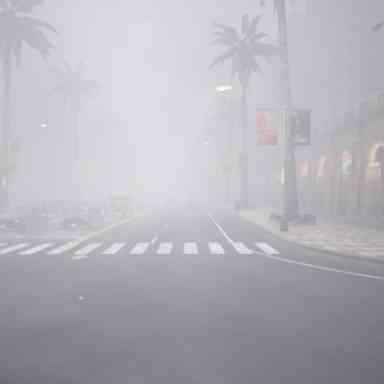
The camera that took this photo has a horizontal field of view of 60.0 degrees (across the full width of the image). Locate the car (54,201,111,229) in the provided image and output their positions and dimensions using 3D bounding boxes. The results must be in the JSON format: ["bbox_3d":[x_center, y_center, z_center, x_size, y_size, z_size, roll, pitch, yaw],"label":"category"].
[{"bbox_3d":[-7.137,1.557,22.271,2.033,1.411,5.357,0,0,-4],"label":"car"}]

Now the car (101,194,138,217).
[{"bbox_3d":[-7.098,1.236,32.326,2.150,2.045,5.566,0,0,0],"label":"car"}]

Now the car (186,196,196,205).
[{"bbox_3d":[-0.140,1.532,62.822,1.837,1.490,4.892,0,0,-1],"label":"car"}]

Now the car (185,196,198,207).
[{"bbox_3d":[-0.020,1.570,52.355,2.033,1.411,5.357,0,0,-1],"label":"car"}]

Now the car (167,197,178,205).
[{"bbox_3d":[-3.640,1.628,62.812,1.895,1.301,4.718,0,0,-1],"label":"car"}]

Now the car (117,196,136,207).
[{"bbox_3d":[-10.565,1.516,54.286,2.128,1.511,4.902,0,0,0],"label":"car"}]

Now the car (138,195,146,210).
[{"bbox_3d":[-7.043,1.510,42.736,2.128,1.511,4.902,0,0,1],"label":"car"}]

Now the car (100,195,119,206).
[{"bbox_3d":[-13.654,1.379,55.391,2.185,1.767,4.553,0,0,-1],"label":"car"}]

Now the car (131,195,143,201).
[{"bbox_3d":[-13.978,1.518,84.764,2.231,1.521,4.892,0,0,-1],"label":"car"}]

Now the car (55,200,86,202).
[{"bbox_3d":[-10.606,1.519,30.816,1.837,1.490,4.892,0,0,0],"label":"car"}]

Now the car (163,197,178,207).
[{"bbox_3d":[-3.520,1.570,52.373,2.033,1.411,5.357,0,0,-1],"label":"car"}]

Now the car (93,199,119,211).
[{"bbox_3d":[-10.544,1.619,41.108,1.895,1.301,4.718,0,0,1],"label":"car"}]

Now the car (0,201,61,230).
[{"bbox_3d":[-10.611,1.557,21.352,2.033,1.411,5.357,0,0,0],"label":"car"}]
